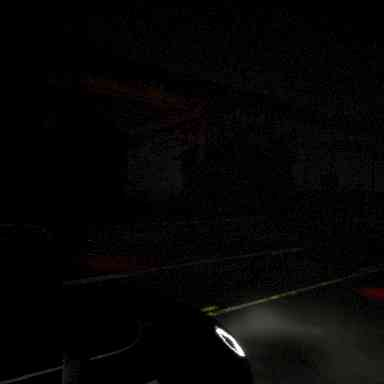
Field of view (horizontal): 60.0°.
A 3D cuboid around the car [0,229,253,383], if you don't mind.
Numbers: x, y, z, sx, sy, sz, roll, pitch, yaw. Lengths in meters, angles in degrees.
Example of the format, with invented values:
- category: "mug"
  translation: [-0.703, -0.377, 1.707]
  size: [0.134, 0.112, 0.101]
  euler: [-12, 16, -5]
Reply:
- category: "car"
  translation: [-1.638, 1.352, 2.565]
  size: [4.553, 1.767, 2.097]
  euler: [0, 0, -36]

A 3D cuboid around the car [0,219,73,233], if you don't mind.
- category: "car"
  translation: [-5.426, 1.494, 8.717]
  size: [4.902, 1.511, 2.128]
  euler: [0, 0, -35]
